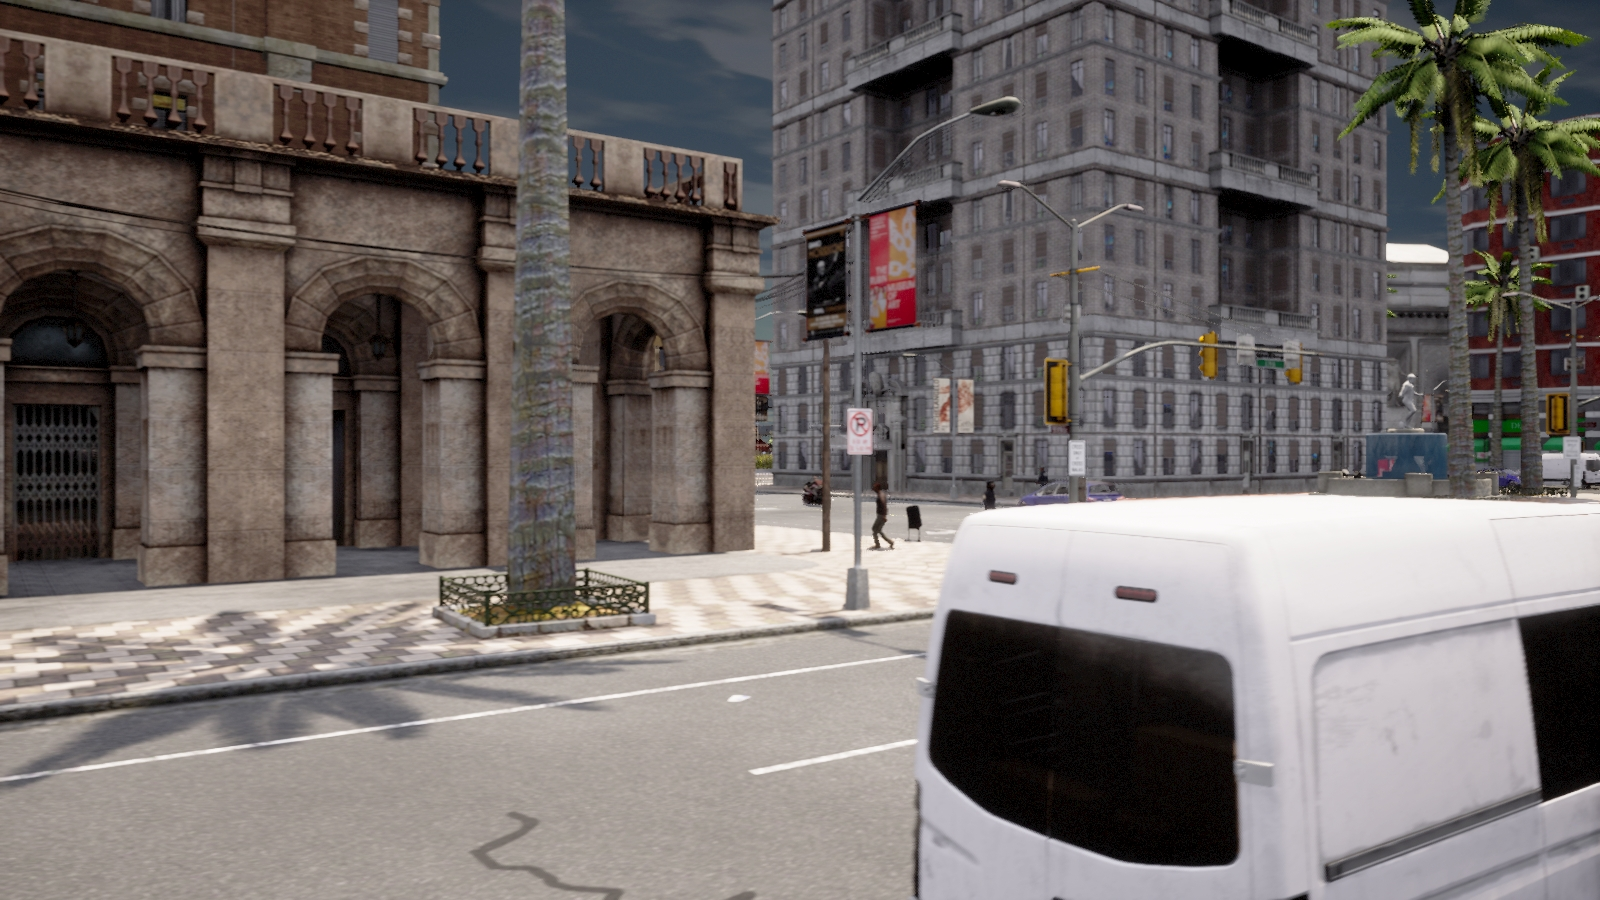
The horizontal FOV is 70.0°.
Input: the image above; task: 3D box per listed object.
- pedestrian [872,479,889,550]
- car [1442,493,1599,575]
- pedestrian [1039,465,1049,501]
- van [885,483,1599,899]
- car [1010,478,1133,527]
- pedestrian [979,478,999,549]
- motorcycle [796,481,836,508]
[{"bbox_3d":[2.124,1.697,30.218,0.375,1.860,0.375,0,0,16],"label":"pedestrian"},{"bbox_3d":[18.629,1.990,28.310,2.152,1.651,5.027,0,0,-7],"label":"car"},{"bbox_3d":[12.642,1.694,59.151,0.375,1.860,0.375,0,0,-41],"label":"pedestrian"},{"bbox_3d":[3.385,1.535,6.178,5.915,2.561,1.988,0,0,-35],"label":"van"},{"bbox_3d":[10.416,1.966,44.207,2.242,1.667,4.611,0,0,-25],"label":"car"},{"bbox_3d":[5.051,1.695,30.594,0.375,1.860,0.375,0,0,-41],"label":"pedestrian"},{"bbox_3d":[0.796,2.204,56.715,0.867,1.251,2.209,0,0,-35],"label":"motorcycle"}]
